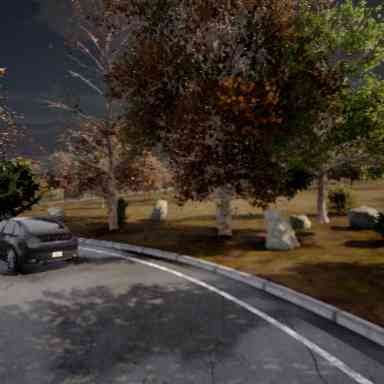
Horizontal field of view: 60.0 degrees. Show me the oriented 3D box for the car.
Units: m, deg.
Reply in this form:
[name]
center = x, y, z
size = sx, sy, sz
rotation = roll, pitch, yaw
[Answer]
[car]
center = -5.720, 1.610, 11.431
size = 4.892, 1.490, 1.837
rotation = -1, -1, 43
